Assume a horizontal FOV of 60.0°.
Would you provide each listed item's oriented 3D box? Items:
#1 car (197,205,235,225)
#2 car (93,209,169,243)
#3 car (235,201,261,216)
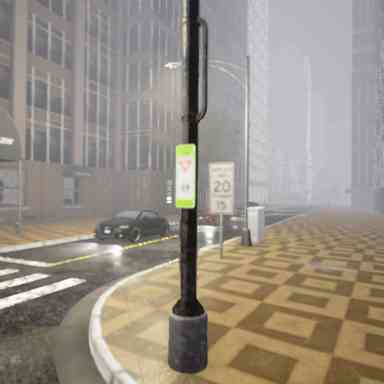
[{"bbox_3d":[1.464,1.670,25.263,1.994,1.385,4.181,0,-1,25],"label":"car"},{"bbox_3d":[-2.820,1.554,16.215,1.994,1.385,4.181,0,-1,25],"label":"car"},{"bbox_3d":[5.827,1.735,34.436,1.837,1.490,4.892,0,-1,26],"label":"car"}]
